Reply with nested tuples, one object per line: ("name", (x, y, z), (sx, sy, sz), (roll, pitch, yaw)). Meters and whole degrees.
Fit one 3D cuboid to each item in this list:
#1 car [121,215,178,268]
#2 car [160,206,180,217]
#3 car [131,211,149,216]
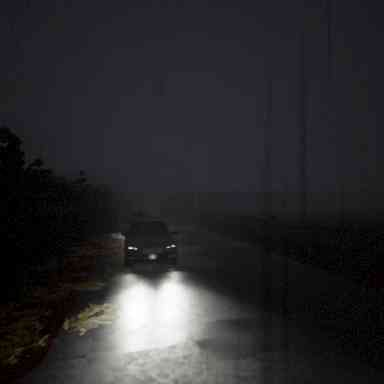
("car", (-1.715, 1.919, 13.253), (2.128, 1.511, 4.902), (-1, -2, -10))
("car", (-2.909, 2.674, 44.683), (1.882, 1.535, 5.008), (-1, -1, 11))
("car", (-4.376, 2.387, 28.000), (1.837, 1.490, 4.892), (-1, -1, -10))
